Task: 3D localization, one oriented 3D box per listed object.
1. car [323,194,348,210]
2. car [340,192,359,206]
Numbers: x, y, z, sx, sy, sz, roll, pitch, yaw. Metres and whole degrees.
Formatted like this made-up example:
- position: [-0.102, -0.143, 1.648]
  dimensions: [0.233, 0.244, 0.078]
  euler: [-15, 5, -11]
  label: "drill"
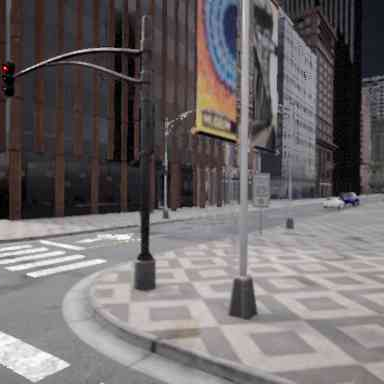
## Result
- position: [17.789, 1.397, 41.680]
  dimensions: [1.812, 1.442, 4.674]
  euler: [1, 1, 36]
  label: "car"
- position: [23.446, 1.050, 49.754]
  dimensions: [2.150, 2.045, 5.566]
  euler: [1, 1, 35]
  label: "car"
